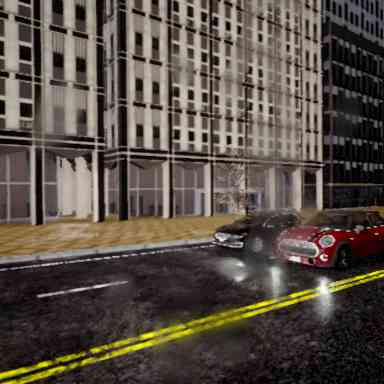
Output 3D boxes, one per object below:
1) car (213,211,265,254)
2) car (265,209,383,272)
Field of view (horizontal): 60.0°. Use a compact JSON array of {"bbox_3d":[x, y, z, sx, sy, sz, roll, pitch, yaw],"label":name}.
[{"bbox_3d":[3.088,1.560,13.870,4.892,1.490,1.837,0,0,-35],"label":"car"},{"bbox_3d":[4.900,1.407,11.170,4.553,1.767,2.097,0,0,-35],"label":"car"}]
